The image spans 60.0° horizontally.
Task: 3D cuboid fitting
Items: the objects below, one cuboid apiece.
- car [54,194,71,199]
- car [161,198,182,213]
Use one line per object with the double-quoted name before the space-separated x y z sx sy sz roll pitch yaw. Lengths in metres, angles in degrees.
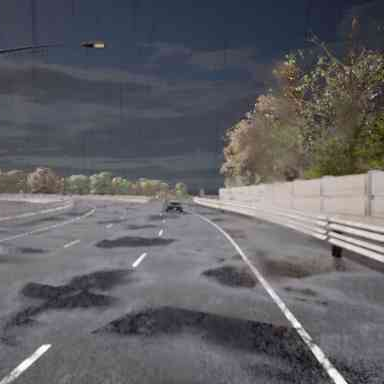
"car" -32.043 1.351 83.814 2.033 1.411 5.357 0 0 -41
"car" -2.260 1.493 37.409 1.837 1.490 4.892 1 0 -11
